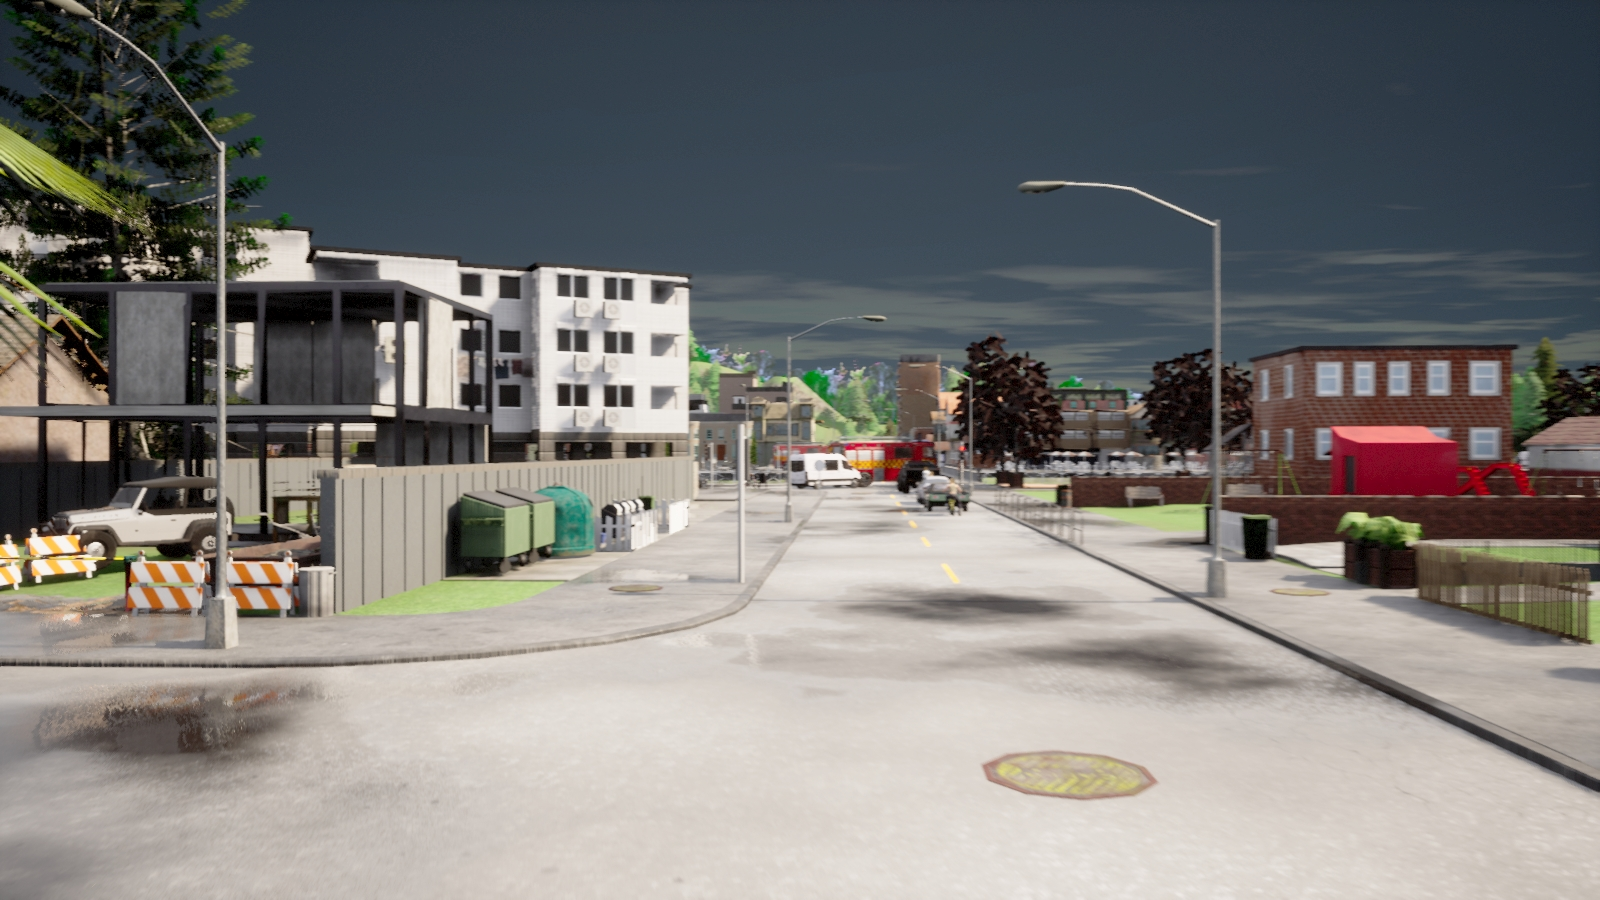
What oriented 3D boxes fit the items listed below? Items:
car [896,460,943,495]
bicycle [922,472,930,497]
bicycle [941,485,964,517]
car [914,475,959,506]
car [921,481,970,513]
[{"bbox_3d":[7.721,1.749,74.376,2.390,2.098,6.274,0,0,0],"label":"car"},{"bbox_3d":[7.552,2.051,68.373,0.373,1.496,1.643,0,0,3],"label":"bicycle"},{"bbox_3d":[6.454,2.154,48.447,0.859,1.276,1.487,0,0,2],"label":"bicycle"},{"bbox_3d":[7.110,2.077,59.787,2.002,1.442,4.674,0,0,3],"label":"car"},{"bbox_3d":[6.738,2.151,53.255,1.895,1.301,4.718,0,0,3],"label":"car"}]
